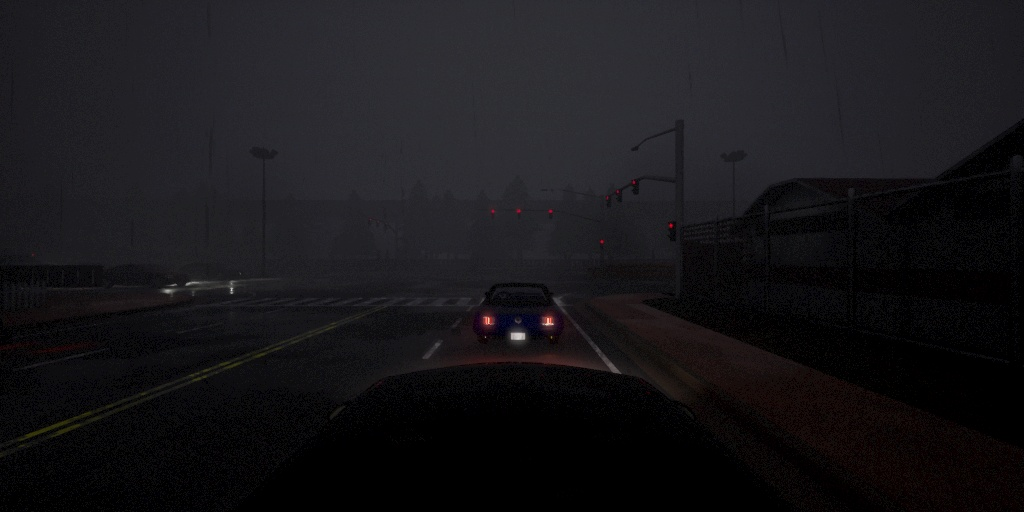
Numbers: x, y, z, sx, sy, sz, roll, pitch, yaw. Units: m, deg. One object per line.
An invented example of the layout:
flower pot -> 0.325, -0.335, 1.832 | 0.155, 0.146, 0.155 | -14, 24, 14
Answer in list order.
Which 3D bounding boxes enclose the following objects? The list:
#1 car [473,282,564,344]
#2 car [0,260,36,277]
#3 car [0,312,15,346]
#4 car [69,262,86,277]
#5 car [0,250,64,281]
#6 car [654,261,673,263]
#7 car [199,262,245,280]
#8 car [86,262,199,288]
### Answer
car -> 0.193, 1.351, 9.541 | 1.895, 1.301, 4.718 | 0, 0, 2
car -> -34.659, 1.165, 23.017 | 4.902, 1.511, 2.128 | 1, 0, -1
car -> -10.499, 1.297, 4.368 | 2.033, 1.411, 5.357 | 0, 0, 2
car -> -35.017, 1.213, 30.012 | 5.357, 1.411, 2.033 | 1, 0, -1
car -> -37.319, 0.813, 26.471 | 5.566, 2.045, 2.150 | 2, 0, -1
car -> 17.205, 1.276, 41.554 | 4.674, 1.442, 1.812 | 0, 0, -1
car -> -25.313, 1.248, 30.167 | 4.892, 1.490, 1.837 | 0, 0, -1
car -> -23.791, 1.226, 23.189 | 5.008, 1.535, 1.882 | 0, 0, -1
